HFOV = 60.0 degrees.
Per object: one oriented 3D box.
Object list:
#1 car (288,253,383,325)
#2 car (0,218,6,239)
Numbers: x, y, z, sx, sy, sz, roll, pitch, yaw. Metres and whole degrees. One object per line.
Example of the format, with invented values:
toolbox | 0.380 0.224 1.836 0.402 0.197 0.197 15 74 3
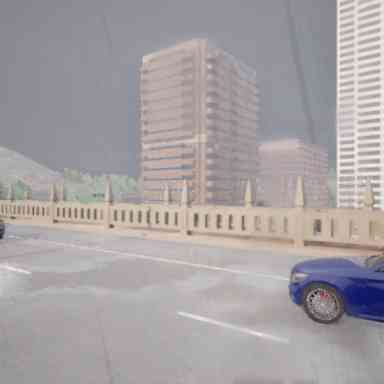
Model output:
car | 3.982 1.526 5.450 4.674 1.442 1.812 0 0 35
car | -10.663 1.527 15.891 4.674 1.442 1.812 0 0 35
